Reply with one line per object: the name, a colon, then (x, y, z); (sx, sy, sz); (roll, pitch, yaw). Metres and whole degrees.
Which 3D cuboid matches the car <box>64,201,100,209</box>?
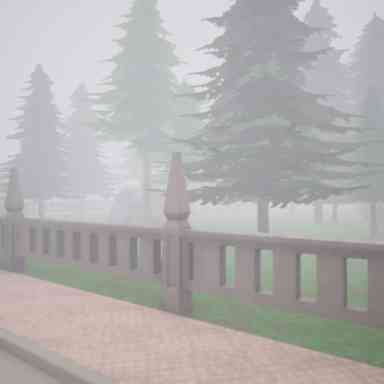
car: (-16.420, 1.894, 51.121); (2.128, 1.511, 4.902); (-1, 0, 36)
